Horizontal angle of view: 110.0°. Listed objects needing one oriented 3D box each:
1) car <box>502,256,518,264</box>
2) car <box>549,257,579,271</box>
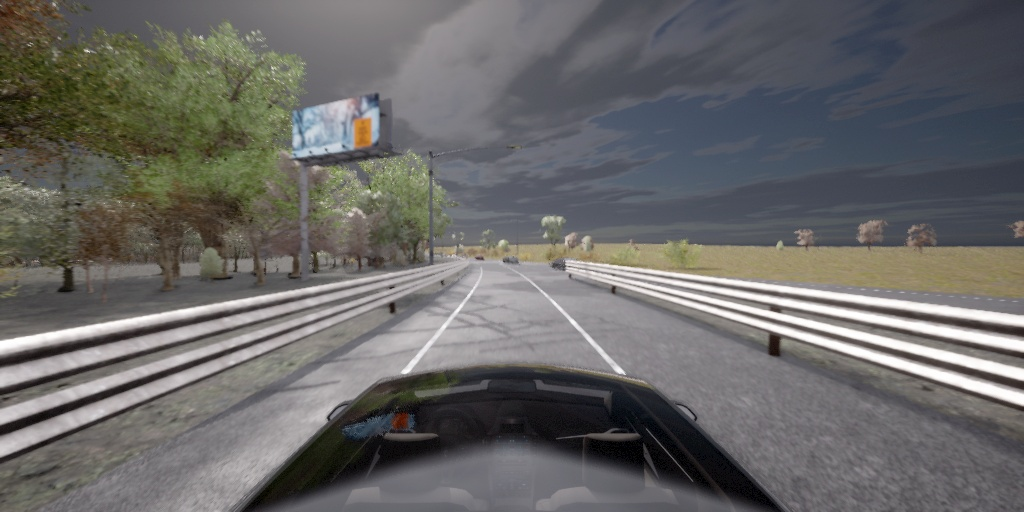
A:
[{"bbox_3d":[-0.357,0.668,62.974,2.128,1.511,4.902,-1,1,-15],"label":"car"},{"bbox_3d":[5.822,0.857,39.780,2.033,1.411,5.357,-1,1,-15],"label":"car"}]
